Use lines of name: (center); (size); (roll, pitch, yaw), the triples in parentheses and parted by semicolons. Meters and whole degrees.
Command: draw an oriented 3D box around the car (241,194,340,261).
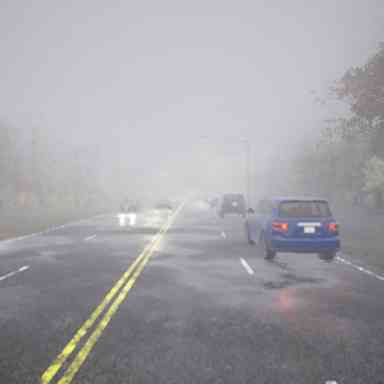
car: (3.367, 1.176, 12.158); (2.150, 2.045, 5.566); (0, 0, 0)

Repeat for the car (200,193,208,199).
car: (3.139, 1.109, 87.200); (1.812, 1.442, 4.674); (0, 0, 0)

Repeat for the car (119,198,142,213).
car: (-6.592, 1.364, 35.897); (2.128, 1.511, 4.902); (0, 0, 0)

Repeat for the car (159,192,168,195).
car: (-6.581, 0.777, 77.598); (2.097, 1.767, 4.553); (0, 0, 0)

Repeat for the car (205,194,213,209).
car: (3.257, 1.328, 43.171); (2.128, 1.511, 4.902); (0, 1, 0)

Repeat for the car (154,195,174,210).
car: (-3.337, 1.382, 39.996); (1.812, 1.442, 4.674); (0, 0, 0)

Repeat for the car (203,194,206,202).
car: (3.246, 1.385, 54.220); (1.895, 1.301, 4.718); (0, 1, 0)

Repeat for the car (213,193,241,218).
car: (3.359, 1.117, 28.804); (2.150, 2.045, 5.566); (0, 0, 0)

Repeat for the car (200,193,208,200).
car: (3.211, 1.074, 65.161); (2.097, 1.767, 4.553); (0, 0, 0)
